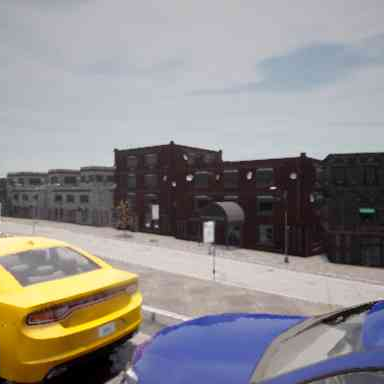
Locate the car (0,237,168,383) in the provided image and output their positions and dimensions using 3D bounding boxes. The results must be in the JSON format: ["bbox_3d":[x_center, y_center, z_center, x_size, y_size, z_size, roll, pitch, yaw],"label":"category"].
[{"bbox_3d":[-3.045,1.481,5.354,5.008,1.535,2.097,0,0,35],"label":"car"}]
